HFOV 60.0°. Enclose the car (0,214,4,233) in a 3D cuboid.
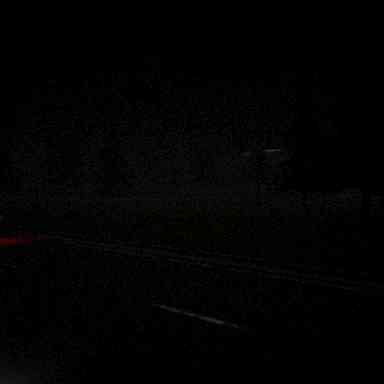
[{"bbox_3d":[-11.113,1.341,16.211,5.008,1.535,1.882,1,0,36],"label":"car"}]
